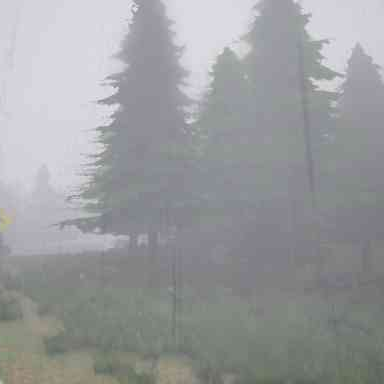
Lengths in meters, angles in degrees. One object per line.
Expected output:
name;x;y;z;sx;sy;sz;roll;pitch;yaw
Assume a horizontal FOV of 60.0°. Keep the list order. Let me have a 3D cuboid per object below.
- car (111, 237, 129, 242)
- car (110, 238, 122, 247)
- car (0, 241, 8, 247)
car;-8.947;6.824;45.072;1.882;1.535;5.008;-1;-7;4
car;-13.359;8.860;58.408;1.895;1.301;4.718;-1;-8;-13
car;-11.750;3.121;18.465;2.097;1.767;4.553;0;-8;-12
